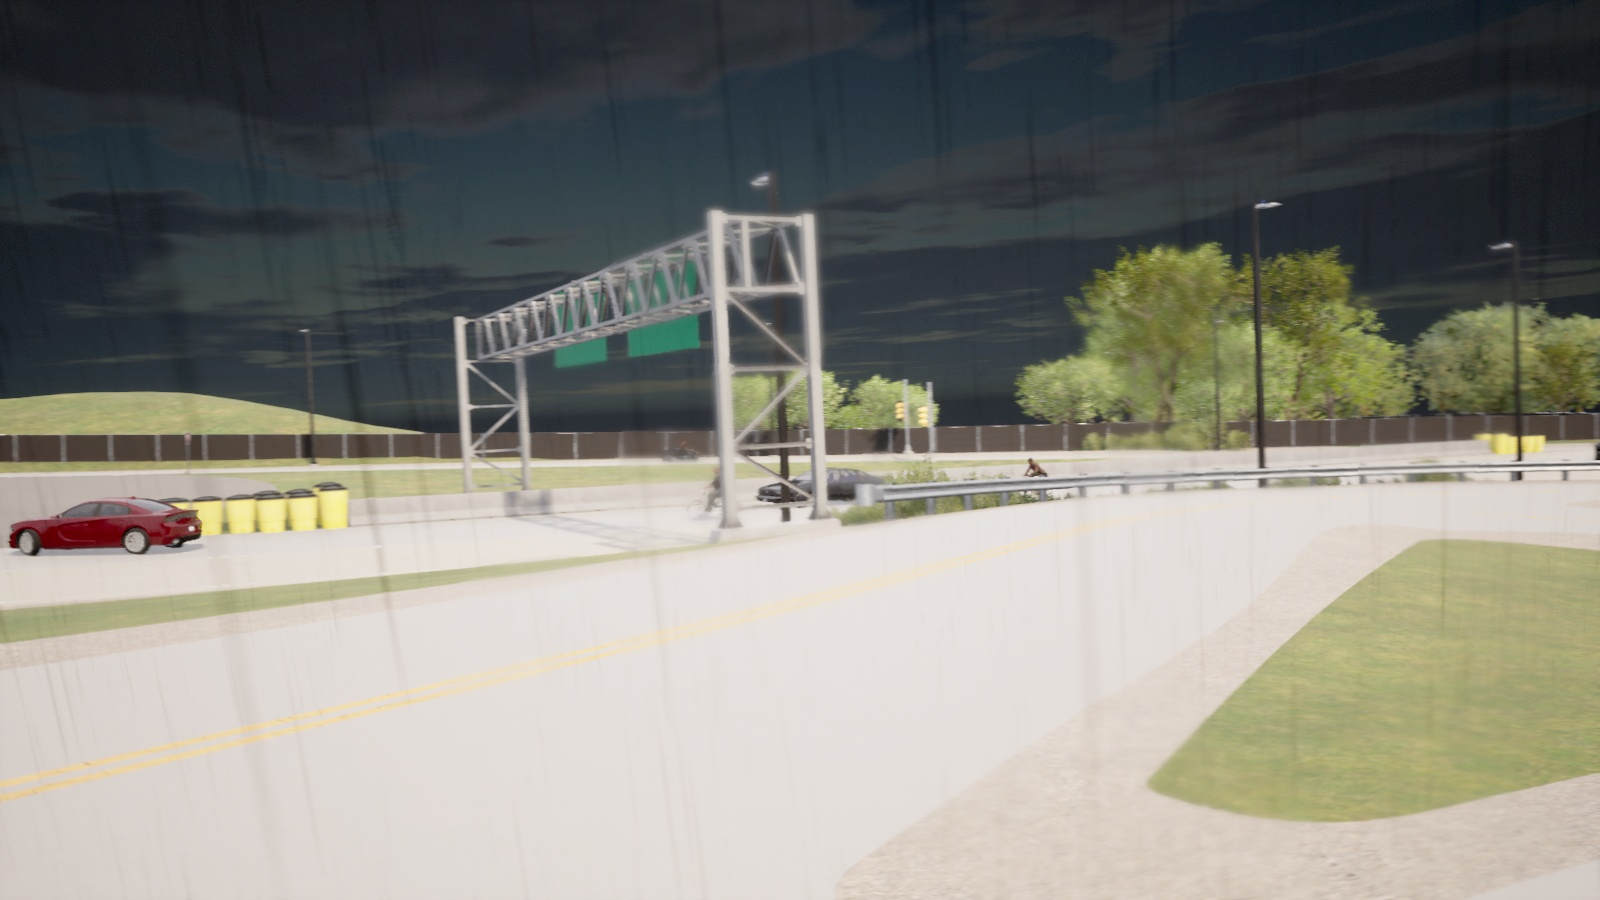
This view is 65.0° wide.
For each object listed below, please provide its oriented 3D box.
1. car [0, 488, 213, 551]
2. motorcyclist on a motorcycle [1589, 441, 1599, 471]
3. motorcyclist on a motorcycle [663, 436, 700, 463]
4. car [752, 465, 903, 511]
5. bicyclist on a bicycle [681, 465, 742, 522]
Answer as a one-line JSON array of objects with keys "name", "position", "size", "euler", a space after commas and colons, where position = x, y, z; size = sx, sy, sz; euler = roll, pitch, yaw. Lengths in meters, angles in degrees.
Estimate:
[{"name": "car", "position": [-19.106, 1.901, 34.580], "size": [5.008, 1.535, 1.882], "euler": [-1, 2, 5]}, {"name": "motorcyclist on a motorcycle", "position": [42.295, 0.296, 65.751], "size": [2.044, 1.523, 0.797], "euler": [-2, 2, -29]}, {"name": "motorcyclist on a motorcycle", "position": [-7.635, -0.035, 81.060], "size": [2.350, 1.649, 0.766], "euler": [-1, 2, -2]}, {"name": "car", "position": [1.072, 1.391, 47.233], "size": [5.357, 1.411, 2.033], "euler": [-2, 2, -29]}, {"name": "bicyclist on a bicycle", "position": [-2.887, 1.419, 41.082], "size": [1.843, 1.776, 0.659], "euler": [-1, 2, -29]}]
